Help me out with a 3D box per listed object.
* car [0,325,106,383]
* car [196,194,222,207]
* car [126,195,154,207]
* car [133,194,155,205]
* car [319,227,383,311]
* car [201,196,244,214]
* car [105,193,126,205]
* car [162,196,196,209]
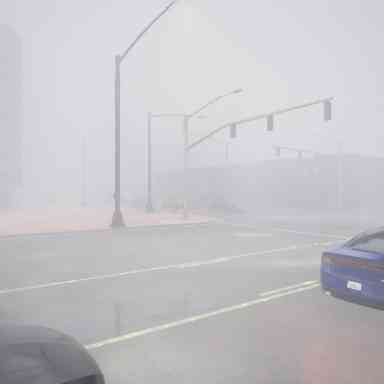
[{"bbox_3d":[-2.881,1.505,1.699,4.892,1.490,1.837,0,0,-35],"label":"car"},{"bbox_3d":[2.055,1.221,44.756,2.150,2.045,5.566,0,0,-35],"label":"car"},{"bbox_3d":[-8.021,1.491,52.593,2.128,1.511,4.902,0,0,-35],"label":"car"},{"bbox_3d":[-8.631,1.352,59.799,2.097,1.767,4.553,0,0,-36],"label":"car"},{"bbox_3d":[4.851,1.478,7.208,5.008,1.535,1.882,0,0,-35],"label":"car"},{"bbox_3d":[3.561,1.491,36.352,2.128,1.511,4.902,0,0,-36],"label":"car"},{"bbox_3d":[-14.033,1.221,61.100,2.150,2.045,5.566,0,0,-37],"label":"car"},{"bbox_3d":[-2.035,1.352,44.192,2.097,1.767,4.553,0,0,-35],"label":"car"}]
